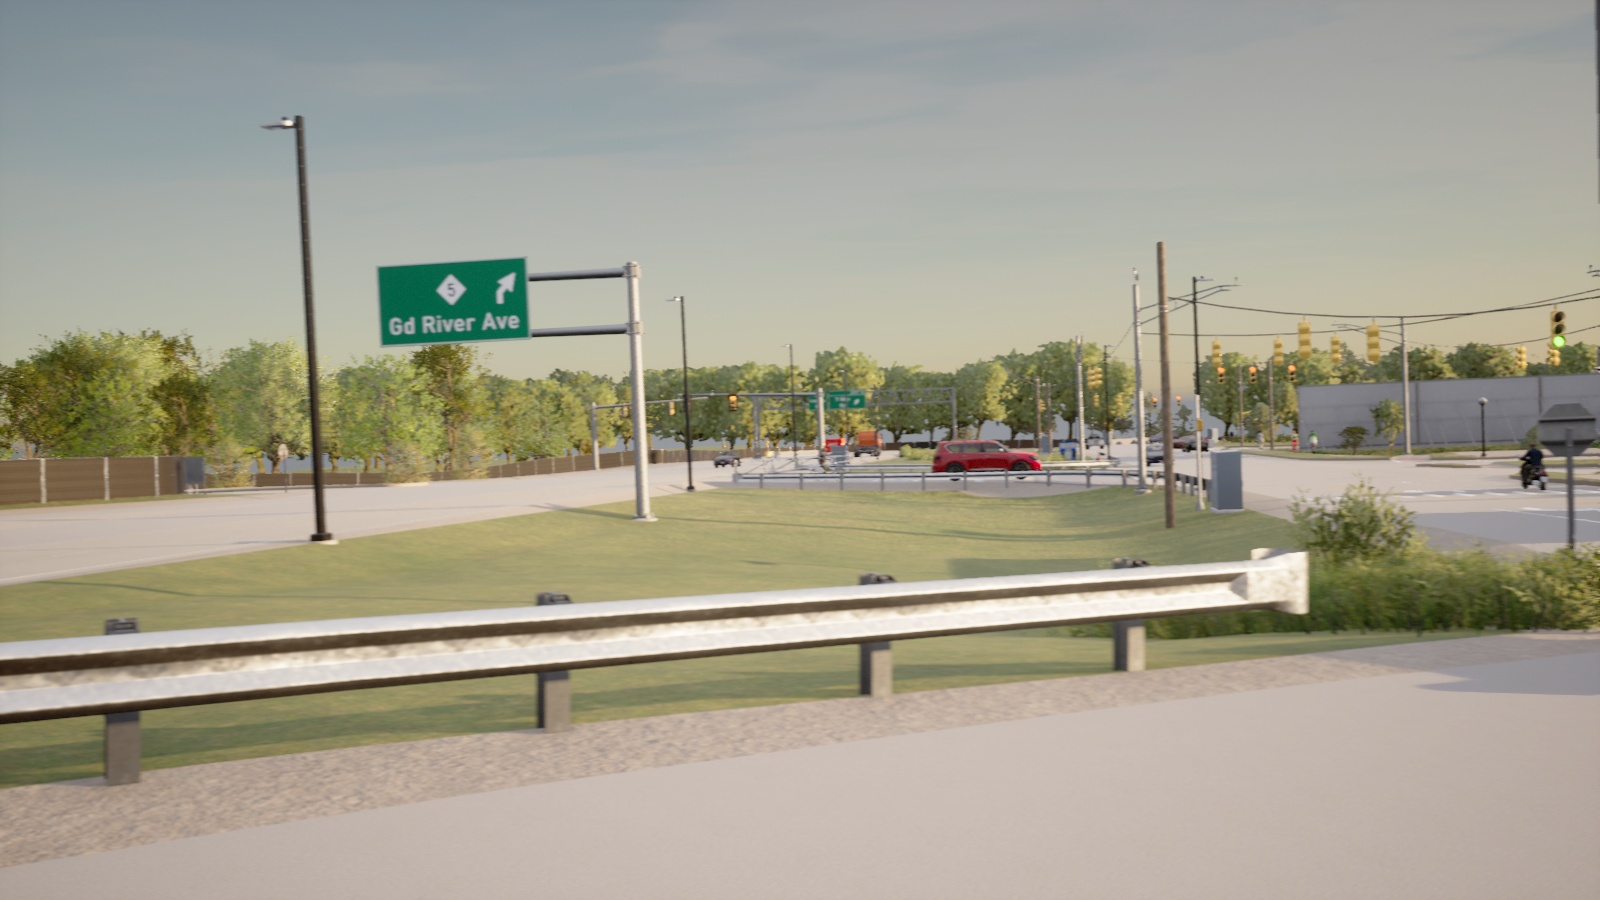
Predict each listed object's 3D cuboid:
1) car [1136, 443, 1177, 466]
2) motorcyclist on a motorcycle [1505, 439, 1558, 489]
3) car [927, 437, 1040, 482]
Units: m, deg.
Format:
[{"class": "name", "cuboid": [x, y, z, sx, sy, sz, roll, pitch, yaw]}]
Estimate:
[{"class": "car", "cuboid": [24.299, 0.281, 85.714, 2.033, 1.411, 5.357, -3, 1, 10]}, {"class": "motorcyclist on a motorcycle", "cuboid": [24.596, 0.455, 42.257, 0.866, 1.590, 1.817, -2, 0, 8]}, {"class": "car", "cuboid": [9.371, 0.470, 64.035, 5.566, 2.045, 2.150, -2, 0, 10]}]
